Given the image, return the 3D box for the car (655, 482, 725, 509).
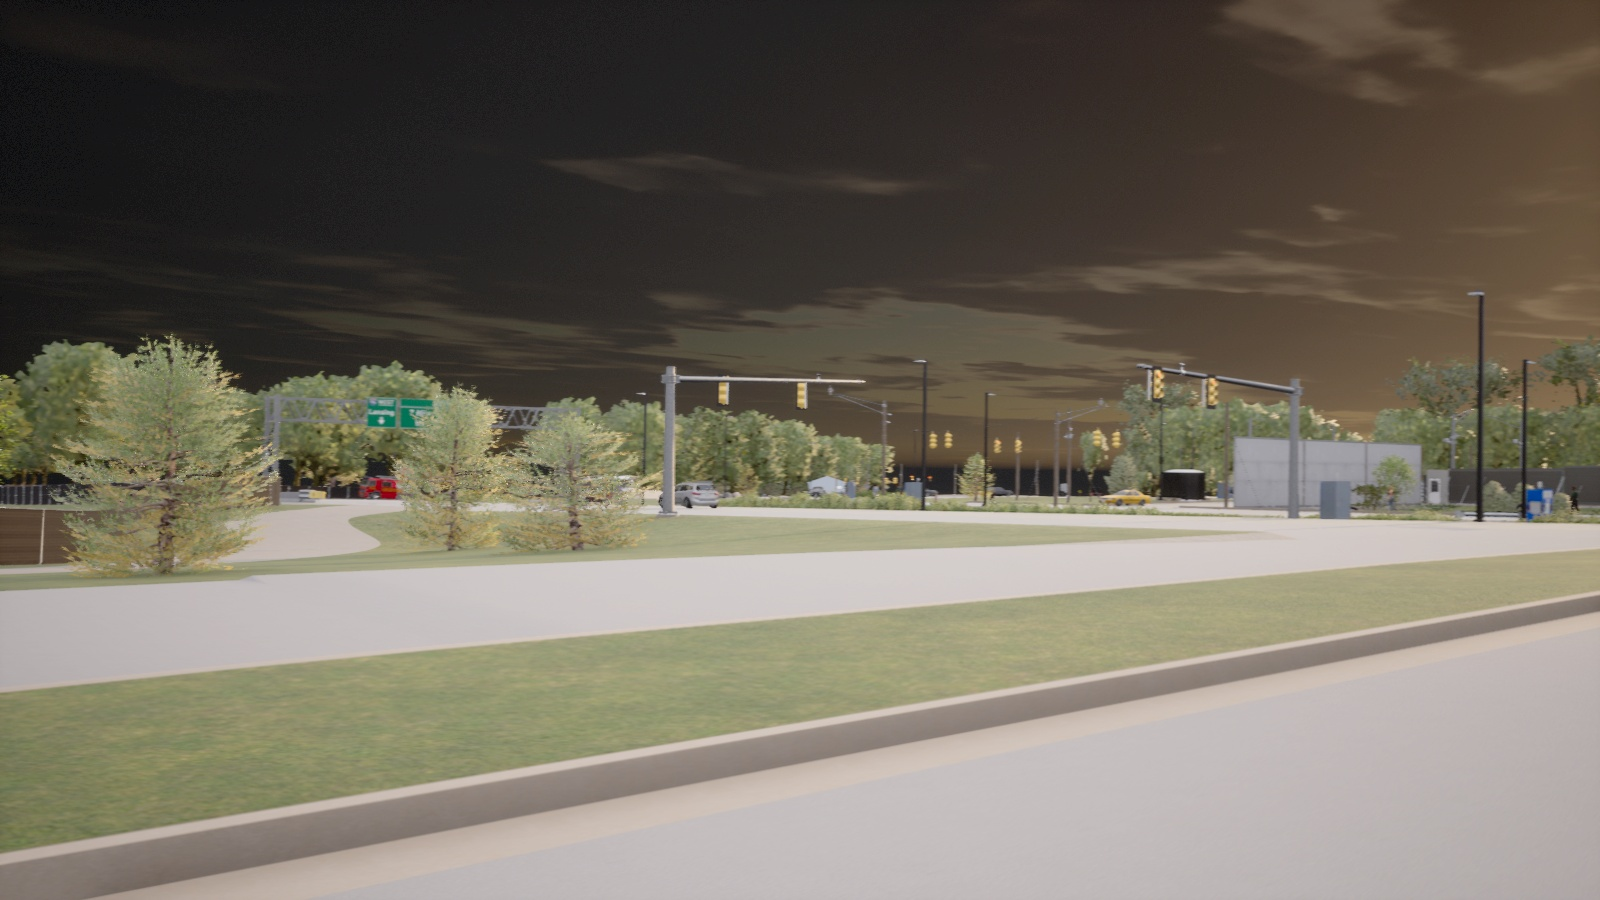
[{"bbox_3d":[-7.047,2.862,80.082,2.242,1.667,4.611,1,-2,-38],"label":"car"}]
